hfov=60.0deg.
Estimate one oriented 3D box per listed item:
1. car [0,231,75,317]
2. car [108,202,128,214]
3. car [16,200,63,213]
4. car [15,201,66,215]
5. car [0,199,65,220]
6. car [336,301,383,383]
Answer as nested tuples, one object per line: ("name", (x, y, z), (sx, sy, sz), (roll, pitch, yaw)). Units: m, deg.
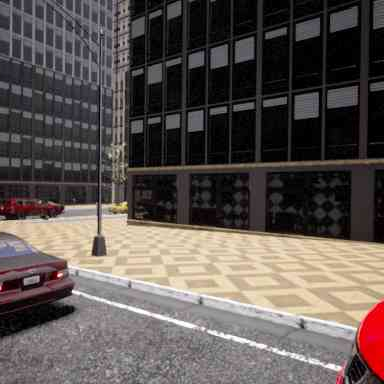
("car", (-4.772, 1.544, 7.100), (5.357, 1.411, 2.033), (0, 0, 35))
("car", (-7.567, 1.829, 38.972), (1.752, 1.417, 4.829), (1, 0, 37))
("car", (-17.862, 1.642, 39.158), (1.752, 1.417, 4.829), (1, 0, 37))
("car", (-16.560, 1.747, 36.557), (1.895, 1.301, 4.718), (1, 0, 37))
("car", (-14.385, 1.518, 29.775), (2.192, 1.841, 5.009), (1, 0, 37))
("car", (3.501, 1.222, 1.178), (5.566, 2.045, 2.150), (0, 0, 36))
